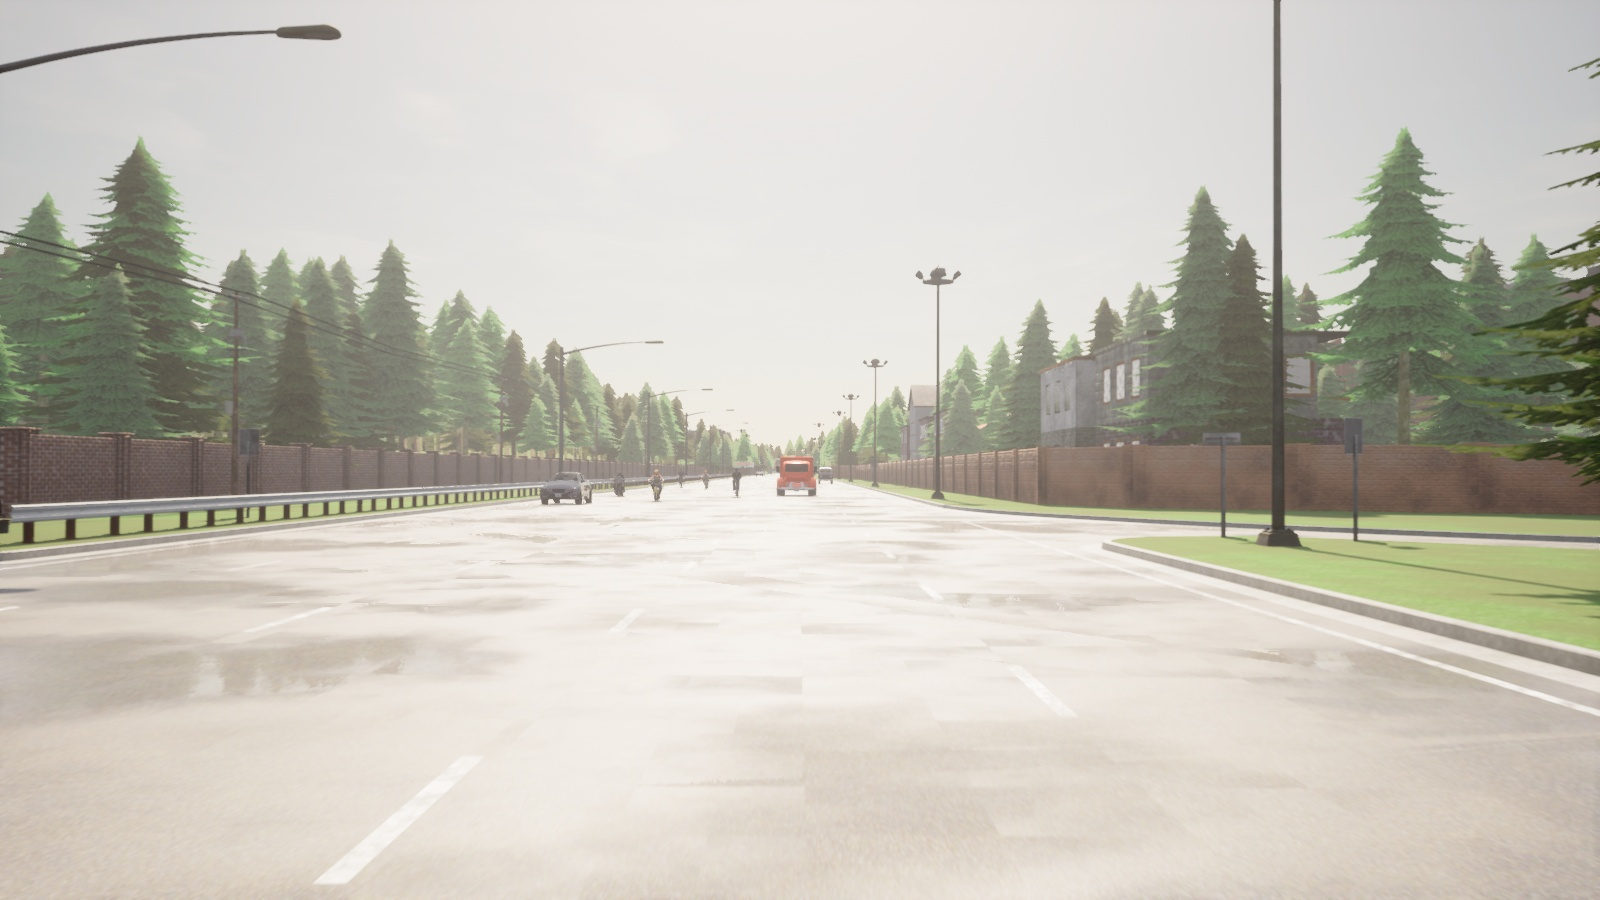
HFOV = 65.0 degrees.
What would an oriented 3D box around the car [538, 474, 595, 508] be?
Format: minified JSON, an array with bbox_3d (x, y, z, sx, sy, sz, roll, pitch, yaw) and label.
[{"bbox_3d":[-10.642,1.832,57.434,1.816,1.474,4.193,0,-1,0],"label":"car"}]

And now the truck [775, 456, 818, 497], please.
[{"bbox_3d":[-0.198,1.654,79.203,2.627,2.467,5.204,0,-1,0],"label":"truck"}]

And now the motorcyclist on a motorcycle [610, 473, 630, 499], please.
[{"bbox_3d":[-10.685,2.140,74.529,0.866,1.530,2.191,0,-1,0],"label":"motorcyclist on a motorcycle"}]
